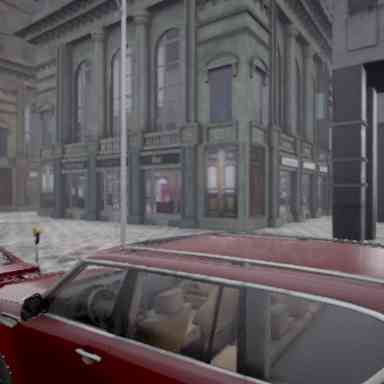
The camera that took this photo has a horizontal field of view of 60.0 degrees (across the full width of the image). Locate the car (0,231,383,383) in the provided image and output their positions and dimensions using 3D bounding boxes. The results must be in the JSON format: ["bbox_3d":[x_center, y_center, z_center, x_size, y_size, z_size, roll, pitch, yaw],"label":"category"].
[{"bbox_3d":[-0.084,1.316,3.018,5.009,1.841,2.192,0,0,35],"label":"car"}]
